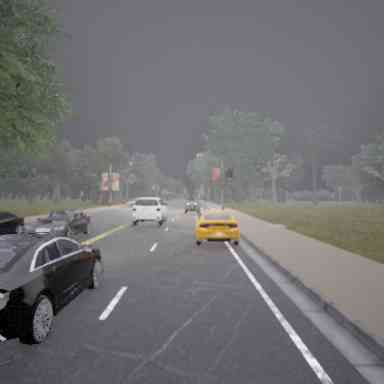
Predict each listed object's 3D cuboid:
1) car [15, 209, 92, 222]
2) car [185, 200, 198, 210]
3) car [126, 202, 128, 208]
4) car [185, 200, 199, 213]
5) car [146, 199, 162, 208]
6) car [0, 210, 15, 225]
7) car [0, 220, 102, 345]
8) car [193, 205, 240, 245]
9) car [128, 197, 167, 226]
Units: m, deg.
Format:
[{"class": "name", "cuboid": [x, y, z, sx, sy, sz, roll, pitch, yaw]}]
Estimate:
[{"class": "car", "cuboid": [-6.611, 1.632, 17.118, 2.128, 1.511, 4.902, 0, 0, 0]}, {"class": "car", "cuboid": [-0.034, 2.015, 53.258, 2.033, 1.411, 5.357, 0, -1, 0]}, {"class": "car", "cuboid": [-9.858, 1.860, 56.927, 2.097, 1.767, 4.553, 0, -1, 0]}, {"class": "car", "cuboid": [0.041, 1.898, 41.817, 2.033, 1.411, 5.357, 0, -1, 0]}, {"class": "car", "cuboid": [-6.604, 2.018, 58.578, 2.128, 1.511, 4.902, 0, -1, 0]}, {"class": "car", "cuboid": [-9.860, 1.608, 15.769, 1.882, 1.535, 5.008, 0, 0, 0]}, {"class": "car", "cuboid": [-3.154, 1.546, 6.429, 2.128, 1.511, 4.902, 0, 0, 0]}, {"class": "car", "cuboid": [1.127, 1.613, 16.290, 1.882, 1.535, 5.008, 0, 0, 0]}, {"class": "car", "cuboid": [-3.166, 1.430, 25.549, 2.150, 2.045, 5.566, 0, 0, 0]}]
